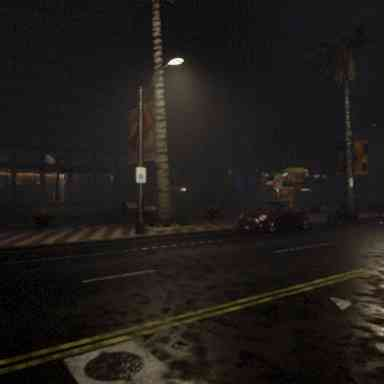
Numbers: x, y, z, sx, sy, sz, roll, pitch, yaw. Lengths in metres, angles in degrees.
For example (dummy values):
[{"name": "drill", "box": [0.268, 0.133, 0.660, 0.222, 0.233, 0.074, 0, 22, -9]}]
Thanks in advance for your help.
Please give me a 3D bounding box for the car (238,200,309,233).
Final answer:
[{"name": "car", "box": [4.898, 1.382, 19.803, 4.553, 1.767, 2.185, 0, 0, -36]}]
